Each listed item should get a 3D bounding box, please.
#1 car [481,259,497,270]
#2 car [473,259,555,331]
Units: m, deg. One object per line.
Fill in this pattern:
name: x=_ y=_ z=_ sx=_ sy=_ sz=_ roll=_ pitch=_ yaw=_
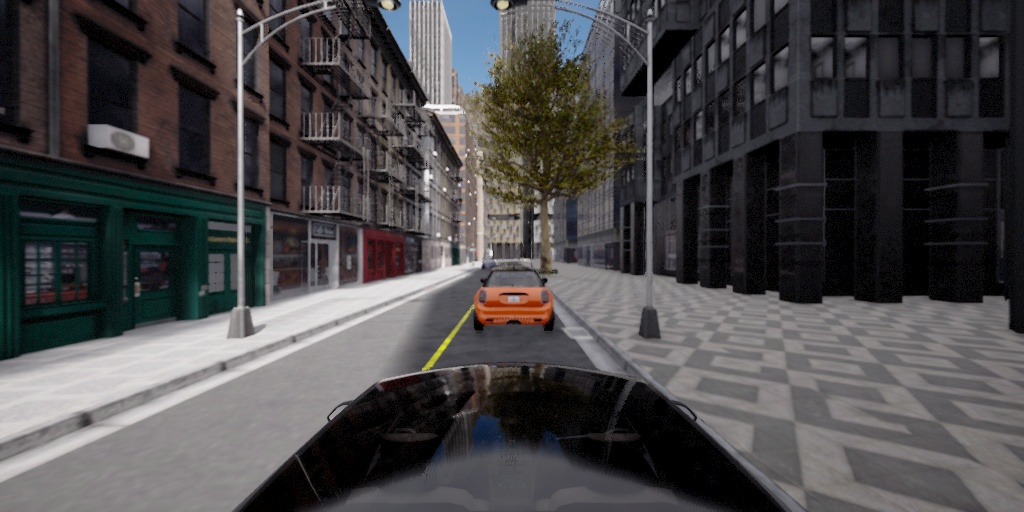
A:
car: x=-3.083 y=1.108 z=48.001 sx=1.812 sy=1.442 sz=4.674 roll=0 pitch=0 yaw=0
car: x=0.061 y=1.079 z=11.009 sx=2.097 sy=1.767 sz=4.553 roll=0 pitch=0 yaw=0
